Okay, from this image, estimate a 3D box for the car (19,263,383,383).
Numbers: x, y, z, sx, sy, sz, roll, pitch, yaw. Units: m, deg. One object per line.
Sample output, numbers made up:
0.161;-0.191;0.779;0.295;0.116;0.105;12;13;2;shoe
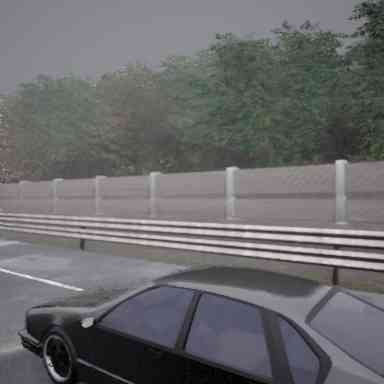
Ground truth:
0.267;1.574;3.678;5.357;1.411;2.033;-1;-1;36;car
